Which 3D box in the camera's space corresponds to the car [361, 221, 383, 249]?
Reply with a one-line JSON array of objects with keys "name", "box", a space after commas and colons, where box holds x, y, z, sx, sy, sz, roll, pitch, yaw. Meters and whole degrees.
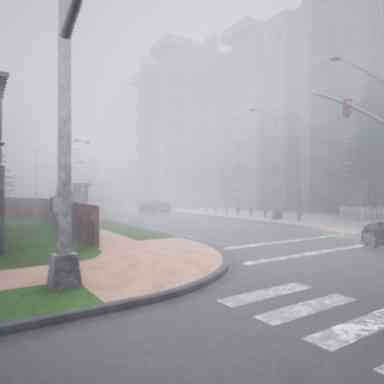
[{"name": "car", "box": [7.912, 1.496, 11.619, 2.128, 1.511, 4.902, 1, 0, -3]}]

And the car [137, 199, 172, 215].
[{"name": "car", "box": [-3.817, 1.410, 33.050, 1.882, 1.535, 5.008, 0, 0, -31]}]
